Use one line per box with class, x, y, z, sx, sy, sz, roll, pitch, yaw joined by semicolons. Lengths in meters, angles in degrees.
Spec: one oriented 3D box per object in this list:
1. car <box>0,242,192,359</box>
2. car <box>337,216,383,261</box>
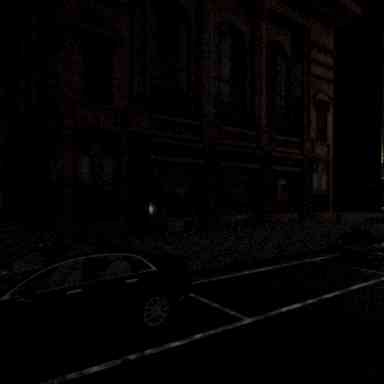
car;-2.058;1.551;5.286;4.403;1.369;2.008;0;1;-36
car;6.829;1.555;11.632;4.403;1.369;2.008;0;1;-36
